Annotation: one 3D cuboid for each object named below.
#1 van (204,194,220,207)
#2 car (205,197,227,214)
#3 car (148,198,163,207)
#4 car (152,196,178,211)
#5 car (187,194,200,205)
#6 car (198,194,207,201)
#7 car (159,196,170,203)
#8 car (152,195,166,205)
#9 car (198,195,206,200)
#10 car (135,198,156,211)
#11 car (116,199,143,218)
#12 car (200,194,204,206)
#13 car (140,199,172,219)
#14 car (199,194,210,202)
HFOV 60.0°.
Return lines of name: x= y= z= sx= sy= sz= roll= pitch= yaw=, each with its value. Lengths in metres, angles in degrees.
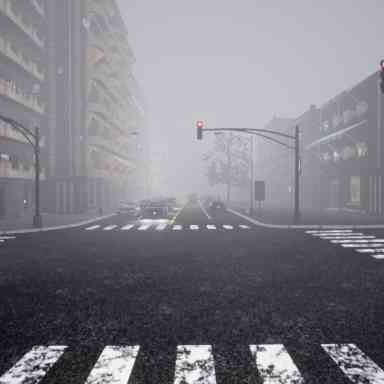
van: x=2.685 y=1.327 z=41.196 sx=1.690 sy=1.788 sz=3.998 roll=0 pitch=0 yaw=0
car: x=2.687 y=1.555 z=35.663 sx=1.947 sy=1.339 sz=4.313 roll=0 pitch=0 yaw=0
car: x=-5.693 y=1.562 z=52.271 sx=1.802 sy=1.307 sz=4.206 roll=0 pitch=0 yaw=0
car: x=-3.099 y=1.535 z=38.645 sx=2.033 sy=1.411 sz=5.357 roll=0 pitch=0 yaw=0
car: x=0.108 y=1.523 z=59.562 sx=2.033 sy=1.411 sz=5.357 roll=0 pitch=0 yaw=0
car: x=2.686 y=1.396 z=85.464 sx=1.967 sy=1.590 sz=4.097 roll=0 pitch=0 yaw=0
car: x=-5.693 y=1.551 z=68.872 sx=1.802 sy=1.307 sz=4.206 roll=0 pitch=0 yaw=0
car: x=-5.695 y=1.417 z=57.804 sx=1.967 sy=1.590 sz=4.097 roll=0 pitch=0 yaw=0
car: x=2.687 y=1.495 z=90.998 sx=1.887 sy=1.381 sz=4.507 roll=0 pitch=0 yaw=0
car: x=-5.693 y=1.531 z=41.204 sx=1.887 sy=1.381 sz=4.507 roll=0 pitch=0 yaw=0
car: x=-5.694 y=1.542 z=30.137 sx=2.008 sy=1.369 sz=4.403 roll=0 pitch=0 yaw=0
car: x=2.686 y=1.420 z=52.264 sx=1.967 sy=1.590 sz=4.097 roll=0 pitch=0 yaw=0
car: x=-3.109 y=1.556 z=29.297 sx=1.994 sy=1.385 sz=4.181 roll=0 pitch=0 yaw=-1
car: x=2.685 y=1.280 z=74.398 sx=2.192 sy=1.841 sz=5.009 roll=0 pitch=0 yaw=0
